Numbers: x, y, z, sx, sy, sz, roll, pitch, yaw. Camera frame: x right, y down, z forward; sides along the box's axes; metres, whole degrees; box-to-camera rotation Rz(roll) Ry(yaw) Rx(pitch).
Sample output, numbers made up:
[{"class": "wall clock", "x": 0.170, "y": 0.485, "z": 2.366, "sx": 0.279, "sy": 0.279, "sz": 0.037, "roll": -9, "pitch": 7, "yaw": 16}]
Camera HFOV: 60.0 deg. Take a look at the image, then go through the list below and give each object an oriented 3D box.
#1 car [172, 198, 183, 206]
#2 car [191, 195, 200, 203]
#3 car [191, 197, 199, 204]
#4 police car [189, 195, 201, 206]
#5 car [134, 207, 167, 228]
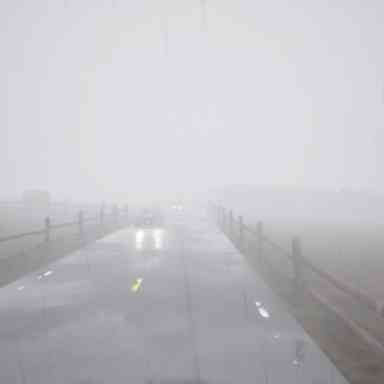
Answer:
[{"class": "car", "x": -2.820, "y": 1.938, "z": 64.435, "sx": 2.128, "sy": 1.511, "sz": 4.902, "roll": 0, "pitch": 0, "yaw": 0}, {"class": "car", "x": 0.753, "y": 1.734, "z": 83.237, "sx": 2.150, "sy": 2.045, "sz": 5.566, "roll": 0, "pitch": 0, "yaw": 0}, {"class": "car", "x": 0.761, "y": 1.996, "z": 77.206, "sx": 1.837, "sy": 1.490, "sz": 4.892, "roll": 0, "pitch": 0, "yaw": 0}, {"class": "police car", "x": 0.769, "y": 1.876, "z": 67.317, "sx": 1.930, "sy": 1.638, "sz": 5.238, "roll": 0, "pitch": 0, "yaw": 0}, {"class": "car", "x": -2.868, "y": 1.769, "z": 23.661, "sx": 1.994, "sy": 1.385, "sz": 4.181, "roll": 0, "pitch": 0, "yaw": 0}]
